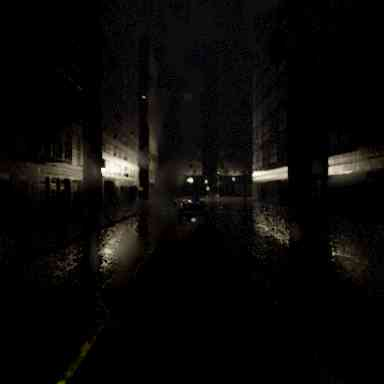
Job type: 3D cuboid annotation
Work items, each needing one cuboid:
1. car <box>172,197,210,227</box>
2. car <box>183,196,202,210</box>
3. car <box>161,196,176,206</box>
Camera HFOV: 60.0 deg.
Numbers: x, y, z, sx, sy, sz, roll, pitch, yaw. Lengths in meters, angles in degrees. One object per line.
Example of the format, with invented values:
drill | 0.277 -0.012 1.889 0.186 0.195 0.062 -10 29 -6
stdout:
car | 0.087 1.324 21.008 2.128 1.511 4.902 0 0 0
car | 0.077 1.235 39.387 2.033 1.411 5.357 0 0 0
car | -3.108 1.205 45.437 1.994 1.385 4.181 0 0 0
